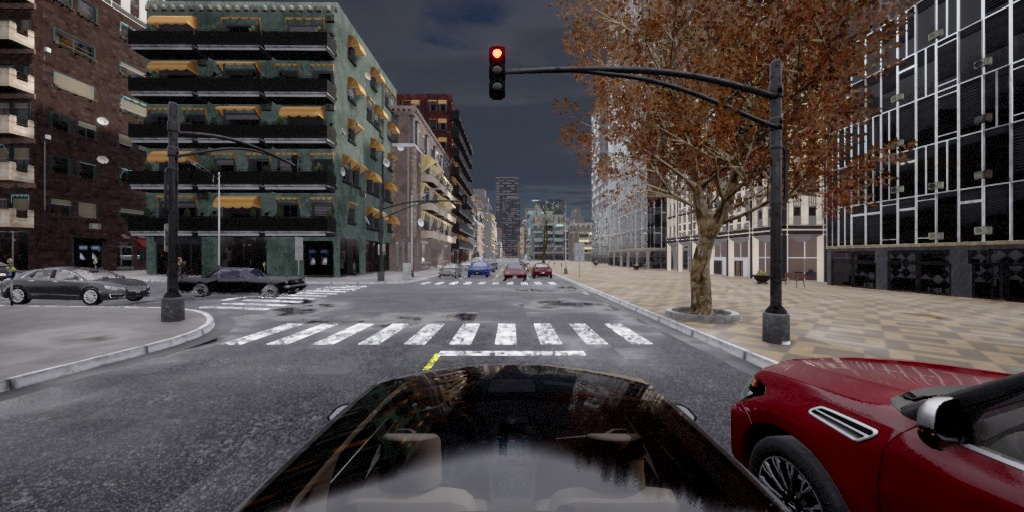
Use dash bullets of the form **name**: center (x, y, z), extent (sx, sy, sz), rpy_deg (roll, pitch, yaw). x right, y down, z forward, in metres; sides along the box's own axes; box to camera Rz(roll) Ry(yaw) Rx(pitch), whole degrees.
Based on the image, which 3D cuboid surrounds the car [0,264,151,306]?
- **car**: center (-16.436, 1.091, 13.626), extent (4.403, 1.370, 2.007), rpy_deg (0, 0, -1)

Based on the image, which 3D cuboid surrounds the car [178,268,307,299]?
- **car**: center (-12.204, 1.212, 16.507), extent (4.718, 1.301, 1.895), rpy_deg (1, 0, -4)

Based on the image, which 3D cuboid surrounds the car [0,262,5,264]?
- **car**: center (-26.783, 0.892, 16.111), extent (4.902, 1.511, 2.128), rpy_deg (1, 0, -1)

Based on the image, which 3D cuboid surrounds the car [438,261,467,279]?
- **car**: center (-5.694, 1.313, 33.044), extent (2.007, 1.370, 4.403), rpy_deg (0, 0, 0)

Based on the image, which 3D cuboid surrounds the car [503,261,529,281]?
- **car**: center (0.224, 1.361, 30.625), extent (1.895, 1.301, 4.718), rpy_deg (0, 0, 0)

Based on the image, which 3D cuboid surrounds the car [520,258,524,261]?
- **car**: center (2.682, 1.375, 60.708), extent (1.802, 1.307, 4.207), rpy_deg (0, 0, 0)

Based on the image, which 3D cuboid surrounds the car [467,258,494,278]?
- **car**: center (-3.097, 1.241, 34.332), extent (1.882, 1.535, 5.008), rpy_deg (0, 0, 0)

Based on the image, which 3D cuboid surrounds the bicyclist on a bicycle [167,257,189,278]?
- **bicyclist on a bicycle**: center (-23.172, 0.761, 24.886), extent (0.582, 1.620, 1.656), rpy_deg (1, 0, -1)

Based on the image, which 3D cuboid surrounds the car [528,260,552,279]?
- **car**: center (2.686, 1.307, 33.045), extent (1.888, 1.381, 4.507), rpy_deg (0, 0, 0)

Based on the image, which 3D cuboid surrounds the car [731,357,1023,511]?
- **car**: center (2.692, 1.065, 0.658), extent (2.192, 1.841, 5.009), rpy_deg (0, 0, 0)

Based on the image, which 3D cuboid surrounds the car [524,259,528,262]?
- **car**: center (2.685, 1.298, 44.280), extent (1.751, 1.417, 4.829), rpy_deg (0, 0, 0)

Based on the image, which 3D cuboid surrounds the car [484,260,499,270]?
- **car**: center (-3.090, 1.333, 54.693), extent (2.033, 1.411, 5.357), rpy_deg (0, 0, 0)

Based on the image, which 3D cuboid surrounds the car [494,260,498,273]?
- **car**: center (-3.095, 1.337, 44.329), extent (1.994, 1.385, 4.181), rpy_deg (0, 0, 0)
